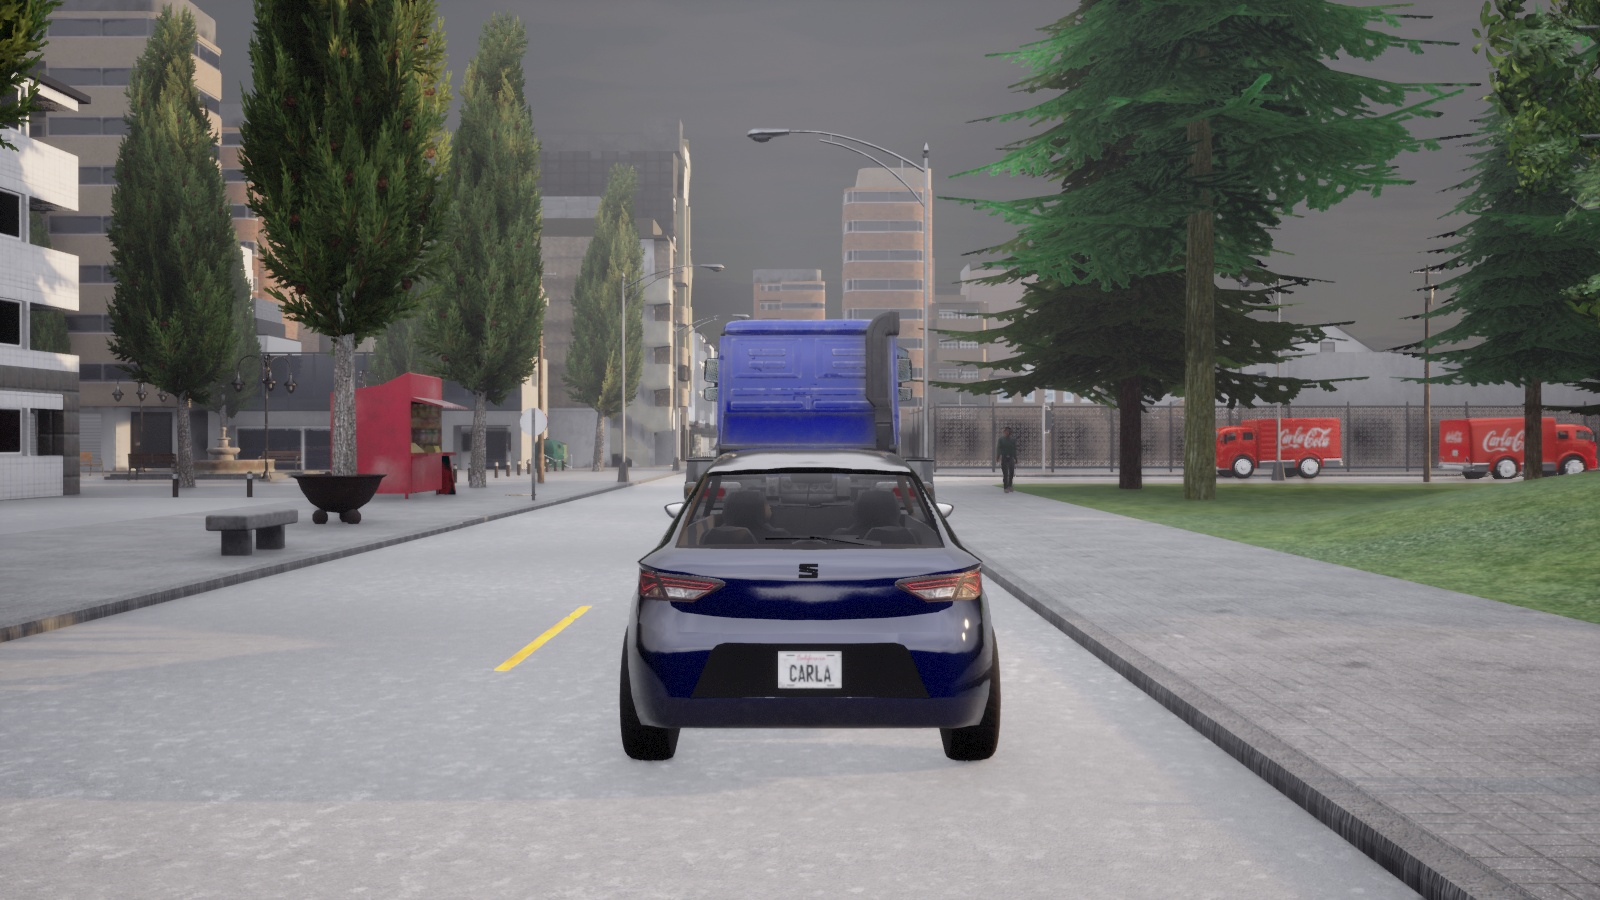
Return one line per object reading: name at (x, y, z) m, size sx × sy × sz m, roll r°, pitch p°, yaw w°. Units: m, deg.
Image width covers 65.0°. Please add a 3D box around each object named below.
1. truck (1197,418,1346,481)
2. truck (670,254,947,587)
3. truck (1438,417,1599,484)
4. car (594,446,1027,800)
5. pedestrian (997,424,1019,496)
truck at (19.734, -0.038, 52.764) m, size 5.204 × 2.467 × 2.627 m, roll -1°, pitch 0°, yaw 0°
truck at (0.111, -0.332, 17.048) m, size 2.891 × 3.462 × 7.936 m, roll 0°, pitch 0°, yaw 0°
truck at (28.022, 0.016, 48.727) m, size 5.204 × 2.467 × 2.627 m, roll -1°, pitch 0°, yaw 0°
car at (0.054, 0.719, 7.360) m, size 1.816 × 1.474 × 4.193 m, roll 0°, pitch 0°, yaw 0°
pedestrian at (5.689, 0.267, 34.368) m, size 0.423 × 1.949 × 0.788 m, roll 0°, pitch 0°, yaw -4°
